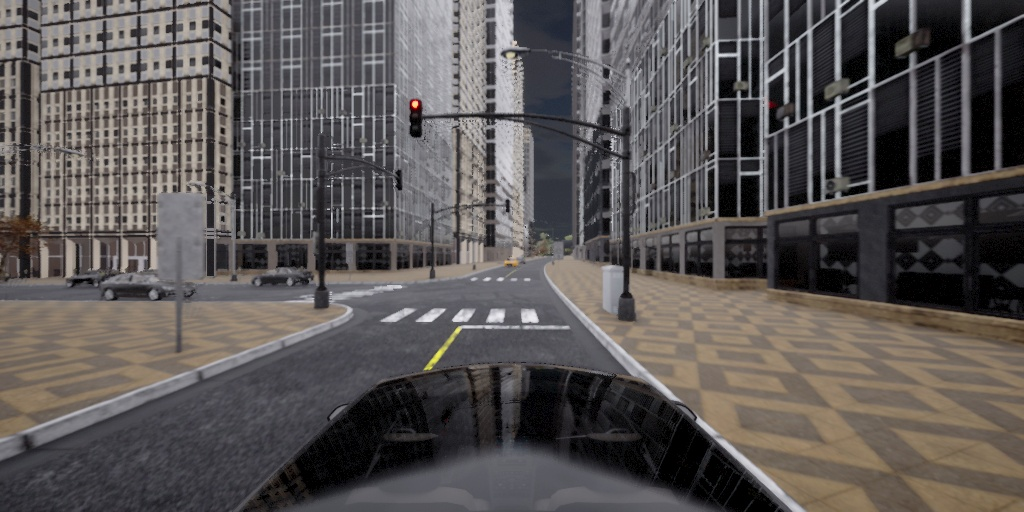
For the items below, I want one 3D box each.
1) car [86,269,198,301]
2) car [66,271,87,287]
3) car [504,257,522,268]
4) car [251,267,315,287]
[{"bbox_3d":[-18.048,1.484,17.901,4.403,1.370,2.007,0,0,9],"label":"car"},{"bbox_3d":[-33.347,1.783,28.897,4.313,1.339,1.948,0,0,9],"label":"car"},{"bbox_3d":[-0.089,0.994,54.438,1.882,1.535,5.008,0,2,6],"label":"car"},{"bbox_3d":[-16.695,1.491,26.172,4.403,1.370,2.007,0,0,9],"label":"car"}]
